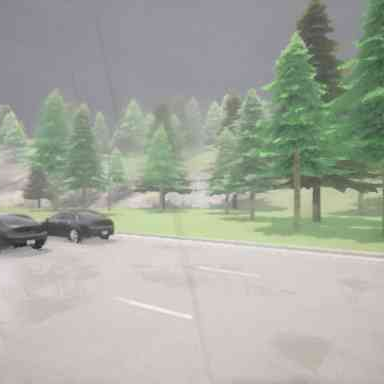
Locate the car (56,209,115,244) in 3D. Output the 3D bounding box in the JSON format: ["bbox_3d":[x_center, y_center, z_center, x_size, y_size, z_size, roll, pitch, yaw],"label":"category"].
[{"bbox_3d":[-5.978,1.643,16.723,4.892,1.490,1.837,0,0,36],"label":"car"}]

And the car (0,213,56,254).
[{"bbox_3d":[-8.000,1.642,13.866,4.892,1.490,1.837,0,0,36],"label":"car"}]
